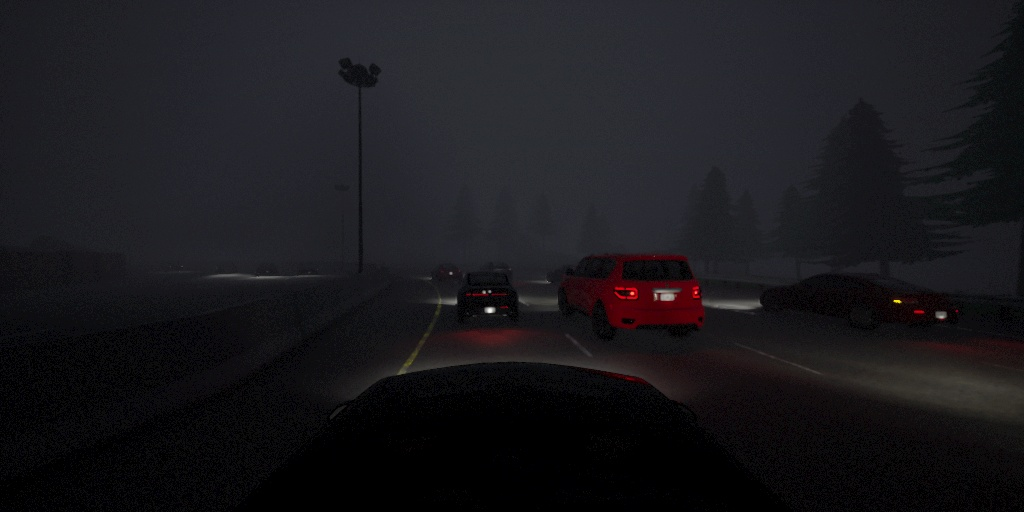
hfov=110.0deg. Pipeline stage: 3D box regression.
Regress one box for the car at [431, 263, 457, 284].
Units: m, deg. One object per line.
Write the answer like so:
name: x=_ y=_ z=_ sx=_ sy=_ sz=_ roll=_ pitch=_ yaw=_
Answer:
car: x=-5.332 y=1.275 z=29.073 sx=1.994 sy=1.385 sz=4.181 roll=0 pitch=0 yaw=-21

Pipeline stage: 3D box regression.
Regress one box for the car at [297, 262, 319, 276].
car: x=-22.186 y=1.316 z=38.857 sx=2.033 sy=1.411 sz=5.357 roll=0 pitch=0 yaw=-34

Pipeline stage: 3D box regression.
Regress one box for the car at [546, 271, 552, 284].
car: x=3.955 y=1.227 z=23.363 sx=2.033 sy=1.411 sz=5.357 roll=0 pitch=0 yaw=-15

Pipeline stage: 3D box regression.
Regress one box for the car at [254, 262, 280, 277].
car: x=-24.935 y=1.351 z=36.570 sx=1.994 sy=1.385 sz=4.181 roll=0 pitch=0 yaw=-34

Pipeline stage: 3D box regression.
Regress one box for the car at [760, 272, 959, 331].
car: x=9.800 y=1.208 z=10.685 sx=1.812 sy=1.442 sz=4.674 roll=0 pitch=0 yaw=-6

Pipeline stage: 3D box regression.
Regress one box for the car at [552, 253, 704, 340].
car: x=2.908 y=0.938 z=10.077 sx=2.150 sy=2.045 sz=5.566 roll=0 pitch=0 yaw=-7

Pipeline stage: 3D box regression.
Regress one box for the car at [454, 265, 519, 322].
car: x=-0.920 y=1.234 z=12.273 sx=1.837 sy=1.490 sz=4.892 roll=0 pitch=0 yaw=-7

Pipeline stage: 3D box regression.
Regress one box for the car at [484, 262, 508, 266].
car: x=-1.412 y=1.185 z=28.579 sx=2.128 sy=1.511 sz=4.902 roll=0 pitch=0 yaw=-19

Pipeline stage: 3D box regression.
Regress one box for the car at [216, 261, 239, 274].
car: x=-33.772 y=1.308 z=42.439 sx=2.128 sy=1.511 sz=4.902 roll=0 pitch=0 yaw=-42
